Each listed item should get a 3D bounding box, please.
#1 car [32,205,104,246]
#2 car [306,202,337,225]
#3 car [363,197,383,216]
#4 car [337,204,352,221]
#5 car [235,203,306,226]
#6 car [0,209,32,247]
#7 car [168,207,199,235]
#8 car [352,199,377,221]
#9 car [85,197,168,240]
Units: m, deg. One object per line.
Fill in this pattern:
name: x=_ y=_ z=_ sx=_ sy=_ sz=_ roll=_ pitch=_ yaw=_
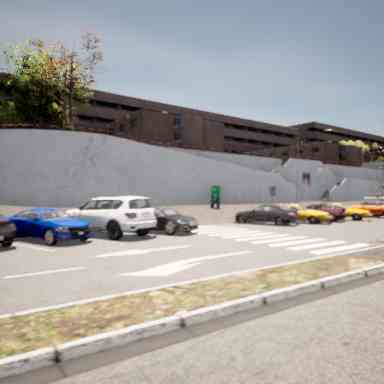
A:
car: x=-6.744 y=1.505 z=15.518 sx=5.008 sy=1.535 sz=2.097 roll=-1 pitch=-1 yaw=35
car: x=7.987 y=1.614 z=25.784 sx=5.366 sy=1.575 sz=1.946 roll=-1 pitch=-1 yaw=35
car: x=17.579 y=1.600 z=32.790 sx=4.553 sy=1.767 sz=2.185 roll=-1 pitch=-1 yaw=35
car: x=10.237 y=1.677 z=27.630 sx=4.792 sy=1.488 sz=2.163 roll=-1 pitch=-1 yaw=35
car: x=5.405 y=1.634 z=24.154 sx=4.674 sy=1.452 sz=2.002 roll=-1 pitch=-1 yaw=35
car: x=-9.169 y=1.496 z=13.777 sx=4.892 sy=1.521 sz=2.231 roll=-1 pitch=-1 yaw=35
car: x=-1.886 y=1.536 z=18.981 sx=4.892 sy=1.521 sz=2.231 roll=-1 pitch=-1 yaw=34
car: x=12.848 y=1.670 z=29.243 sx=5.366 sy=1.575 sz=1.946 roll=-1 pitch=-1 yaw=35
car: x=-4.342 y=1.267 z=17.257 sx=5.566 sy=2.045 sz=2.435 roll=-1 pitch=-1 yaw=35
